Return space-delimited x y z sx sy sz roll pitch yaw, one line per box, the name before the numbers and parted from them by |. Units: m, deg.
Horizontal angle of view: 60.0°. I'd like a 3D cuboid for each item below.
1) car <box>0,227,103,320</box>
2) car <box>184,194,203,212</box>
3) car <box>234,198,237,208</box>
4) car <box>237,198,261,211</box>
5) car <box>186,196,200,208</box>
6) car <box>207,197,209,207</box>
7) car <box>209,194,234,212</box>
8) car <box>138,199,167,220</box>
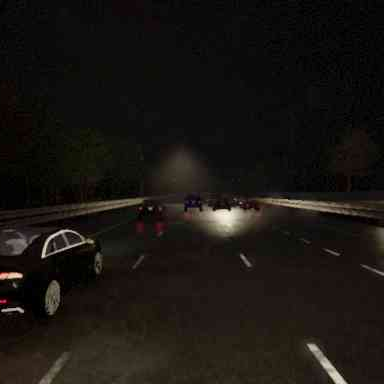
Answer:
car | -3.386 1.507 7.343 2.128 1.511 4.902 0 0 0
car | 0.176 1.305 40.815 2.150 2.045 5.566 0 0 0
car | 7.097 1.655 51.025 2.033 1.411 5.357 0 0 0
car | 7.079 1.684 41.050 1.895 1.301 4.718 0 0 0
car | 0.097 1.462 51.209 2.097 1.767 4.553 0 0 0
car | 3.597 1.330 51.062 2.150 2.045 5.566 0 0 0
car | 3.579 1.435 40.997 2.097 1.767 4.553 0 0 0
car | -3.346 1.410 28.995 2.097 1.767 4.553 0 0 0
